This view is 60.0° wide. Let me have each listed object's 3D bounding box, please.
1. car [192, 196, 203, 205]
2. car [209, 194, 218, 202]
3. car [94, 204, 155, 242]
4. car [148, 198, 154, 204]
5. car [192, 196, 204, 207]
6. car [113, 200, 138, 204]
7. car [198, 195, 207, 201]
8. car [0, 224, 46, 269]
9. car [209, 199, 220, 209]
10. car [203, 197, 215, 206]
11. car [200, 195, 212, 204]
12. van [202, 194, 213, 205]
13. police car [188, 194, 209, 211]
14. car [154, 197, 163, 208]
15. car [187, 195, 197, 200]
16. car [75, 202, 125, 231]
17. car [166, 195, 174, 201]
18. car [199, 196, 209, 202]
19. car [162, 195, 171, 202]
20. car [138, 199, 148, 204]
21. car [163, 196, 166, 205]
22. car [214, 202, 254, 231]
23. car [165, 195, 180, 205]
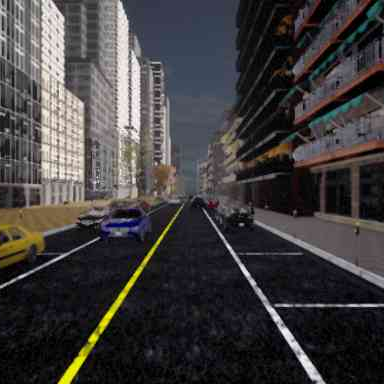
[{"bbox_3d":[0.894,1.443,57.079,1.882,1.535,5.008,0,0,0],"label":"car"},{"bbox_3d":[2.685,1.407,42.410,1.967,1.590,4.097,0,0,0],"label":"car"},{"bbox_3d":[-3.101,1.510,16.338,1.812,1.442,4.674,0,0,0],"label":"car"},{"bbox_3d":[-5.694,1.515,36.876,1.887,1.381,4.507,0,0,0],"label":"car"},{"bbox_3d":[0.895,1.421,51.269,1.801,1.575,5.366,0,0,0],"label":"car"},{"bbox_3d":[-5.693,1.417,25.812,1.967,1.590,4.097,0,0,0],"label":"car"},{"bbox_3d":[2.681,1.521,86.672,2.008,1.369,4.403,0,0,0],"label":"car"},{"bbox_3d":[-5.691,1.516,9.044,1.752,1.417,4.829,0,0,0],"label":"car"},{"bbox_3d":[2.687,1.527,25.813,2.008,1.369,4.403,0,0,0],"label":"car"},{"bbox_3d":[2.684,1.547,53.476,1.802,1.307,4.206,0,0,0],"label":"car"},{"bbox_3d":[2.683,1.405,64.541,1.967,1.590,4.097,0,0,0],"label":"car"},{"bbox_3d":[2.683,1.306,59.008,1.690,1.788,3.998,0,0,0],"label":"van"},{"bbox_3d":[0.804,1.393,41.213,1.930,1.638,5.238,0,0,2],"label":"police car"},{"bbox_3d":[-5.695,1.491,47.772,1.752,1.417,4.829,0,0,0],"label":"car"},{"bbox_3d":[0.023,1.383,92.198,1.895,1.301,4.718,0,0,8],"label":"car"},{"bbox_3d":[-5.693,1.532,20.280,2.008,1.369,4.403,0,0,0],"label":"car"},{"bbox_3d":[-5.699,1.515,86.671,1.887,1.381,4.507,0,0,0],"label":"car"},{"bbox_3d":[2.682,1.517,75.606,2.008,1.369,4.403,0,0,0],"label":"car"},{"bbox_3d":[-5.698,1.492,75.435,1.752,1.417,4.829,0,0,0],"label":"car"},{"bbox_3d":[-5.694,1.524,31.344,2.008,1.369,4.403,0,0,0],"label":"car"},{"bbox_3d":[-5.697,1.547,59.008,1.802,1.307,4.206,0,0,0],"label":"car"},{"bbox_3d":[2.688,1.531,20.280,2.008,1.369,4.403,0,0,0],"label":"car"},{"bbox_3d":[-3.049,1.566,57.565,1.895,1.301,4.718,0,0,1],"label":"car"}]
